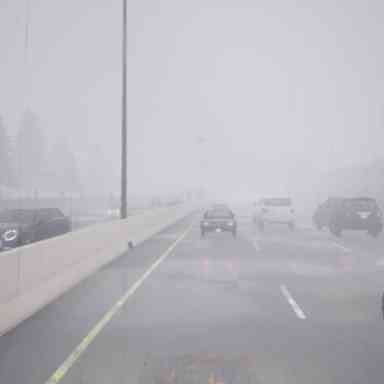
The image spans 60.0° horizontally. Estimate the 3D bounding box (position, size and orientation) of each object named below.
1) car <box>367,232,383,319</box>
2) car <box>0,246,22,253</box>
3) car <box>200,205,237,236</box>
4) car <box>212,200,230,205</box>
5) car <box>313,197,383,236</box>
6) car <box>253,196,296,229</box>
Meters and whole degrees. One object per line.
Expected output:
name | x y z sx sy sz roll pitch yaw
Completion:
car | 3.805 1.499 3.162 1.882 1.535 5.008 0 0 2
car | -6.306 1.346 12.386 2.097 1.767 4.553 0 0 5
car | 1.524 1.638 18.847 1.895 1.301 4.718 0 0 5
car | 3.157 1.596 36.428 1.812 1.442 4.674 0 0 5
car | 8.541 1.288 18.709 2.150 2.045 5.566 0 0 5
car | 5.344 1.280 22.126 2.150 2.045 5.566 0 0 5
